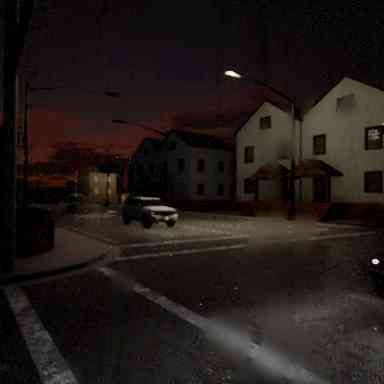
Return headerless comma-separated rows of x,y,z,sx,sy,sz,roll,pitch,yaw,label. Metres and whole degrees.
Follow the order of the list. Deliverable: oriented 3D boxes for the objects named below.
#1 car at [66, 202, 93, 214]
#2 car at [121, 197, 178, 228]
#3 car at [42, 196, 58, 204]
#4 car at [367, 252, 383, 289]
-12.788,1.791,37.789,1.895,1.301,4.718,1,-1,-35,car
-3.207,1.390,24.074,2.150,2.045,5.566,1,-1,-35,car
-21.813,1.366,50.878,1.837,1.490,4.892,1,-1,-35,car
6.436,1.724,8.382,4.718,1.301,1.895,1,-1,-35,car
